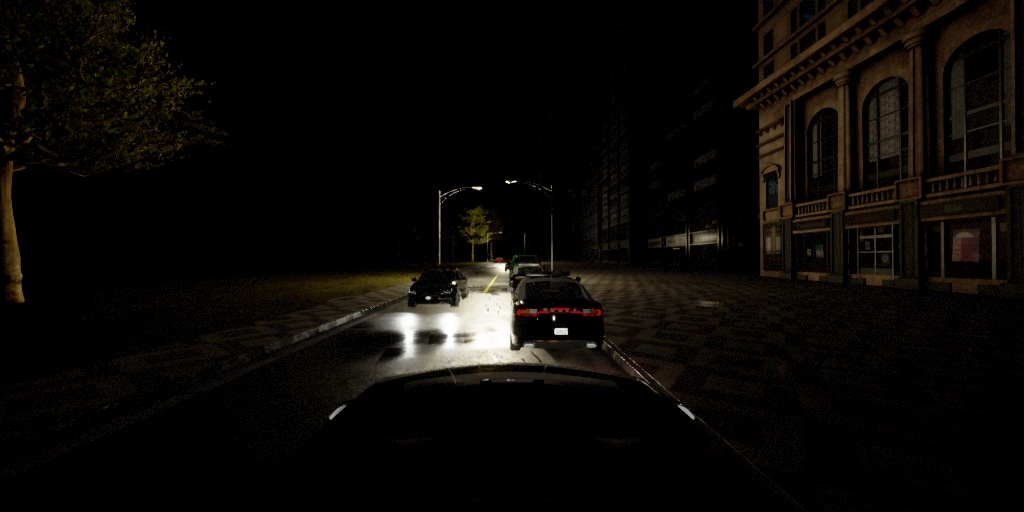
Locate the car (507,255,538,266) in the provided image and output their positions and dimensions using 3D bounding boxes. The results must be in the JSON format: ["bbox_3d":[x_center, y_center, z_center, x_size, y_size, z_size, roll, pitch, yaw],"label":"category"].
[{"bbox_3d":[0.894,0.963,25.070,2.150,2.045,5.566,0,0,0],"label":"car"}]

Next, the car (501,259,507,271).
[{"bbox_3d":[0.016,1.252,46.600,2.033,1.411,5.357,0,0,1],"label":"car"}]

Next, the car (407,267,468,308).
[{"bbox_3d":[-3.003,1.253,15.269,1.837,1.490,4.892,0,0,0],"label":"car"}]

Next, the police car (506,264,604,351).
[{"bbox_3d":[0.899,1.175,9.149,1.930,1.638,5.238,0,0,0],"label":"police car"}]

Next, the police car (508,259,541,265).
[{"bbox_3d":[0.897,1.170,19.150,1.930,1.638,5.238,0,0,0],"label":"police car"}]
